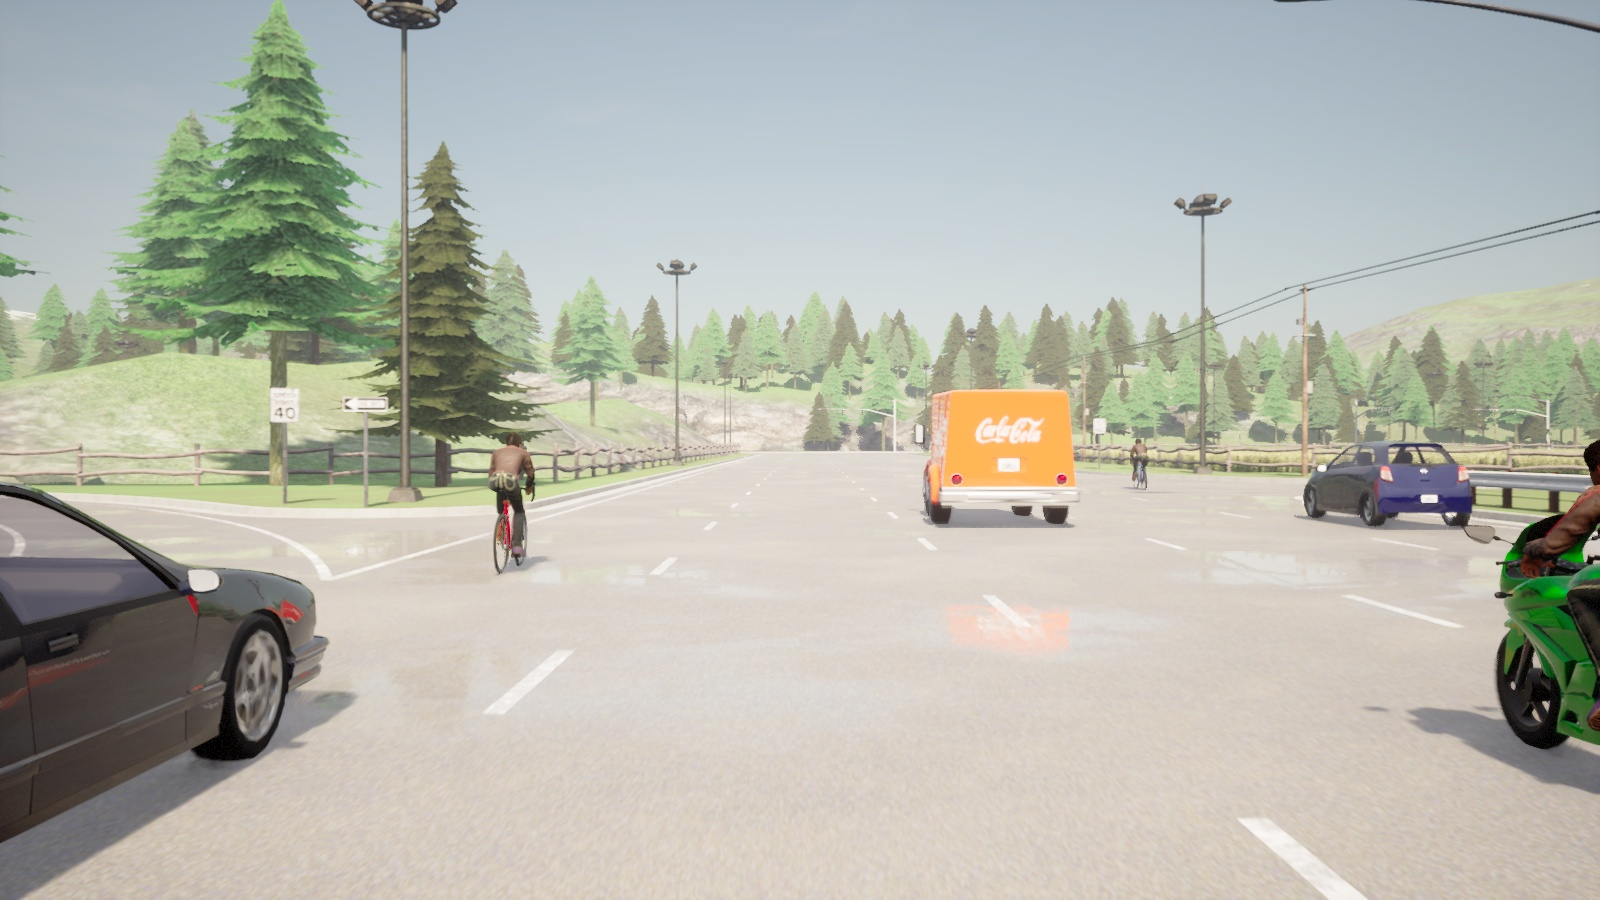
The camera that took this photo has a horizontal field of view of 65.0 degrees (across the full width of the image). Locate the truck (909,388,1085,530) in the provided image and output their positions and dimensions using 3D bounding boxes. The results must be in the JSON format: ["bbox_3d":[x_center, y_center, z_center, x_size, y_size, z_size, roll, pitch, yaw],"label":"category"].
[{"bbox_3d":[3.653,0.130,24.422,2.627,2.467,5.204,0,1,0],"label":"truck"}]

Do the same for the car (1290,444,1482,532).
[{"bbox_3d":[10.646,0.638,23.097,1.845,1.501,3.633,0,0,0],"label":"car"}]

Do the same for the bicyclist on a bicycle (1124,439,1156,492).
[{"bbox_3d":[10.740,0.484,39.735,0.582,1.620,1.656,0,0,0],"label":"bicyclist on a bicycle"}]

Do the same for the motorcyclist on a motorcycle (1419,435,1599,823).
[{"bbox_3d":[3.546,0.701,5.366,0.797,1.523,2.044,0,0,0],"label":"motorcyclist on a motorcycle"}]

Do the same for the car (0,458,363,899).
[{"bbox_3d":[-3.460,0.767,4.304,2.033,1.411,5.357,0,0,0],"label":"car"}]

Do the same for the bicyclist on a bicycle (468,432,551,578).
[{"bbox_3d":[-3.401,0.613,14.801,0.582,1.620,1.656,0,0,0],"label":"bicyclist on a bicycle"}]
